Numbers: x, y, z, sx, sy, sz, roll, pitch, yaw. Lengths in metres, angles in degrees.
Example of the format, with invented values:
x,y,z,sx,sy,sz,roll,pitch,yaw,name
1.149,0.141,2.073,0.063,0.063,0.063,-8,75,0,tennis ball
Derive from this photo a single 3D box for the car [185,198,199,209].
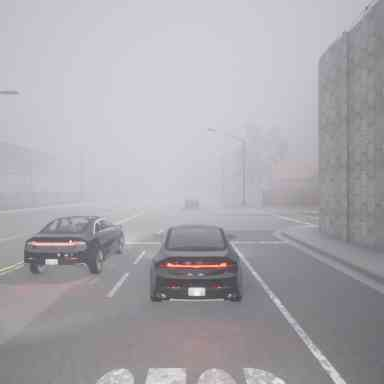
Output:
x,y,z,sx,sy,sz,roll,pitch,yaw,name
-0.022,1.491,44.231,2.128,1.511,4.902,0,0,0,car

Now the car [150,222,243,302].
x,y,z,sx,sy,sz,roll,pitch,yaw,name
0.078,1.505,8.265,1.837,1.490,4.892,0,0,0,car

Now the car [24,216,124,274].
x,y,z,sx,sy,sz,roll,pitch,yaw,name
-3.429,1.491,10.533,2.128,1.511,4.902,0,0,0,car
